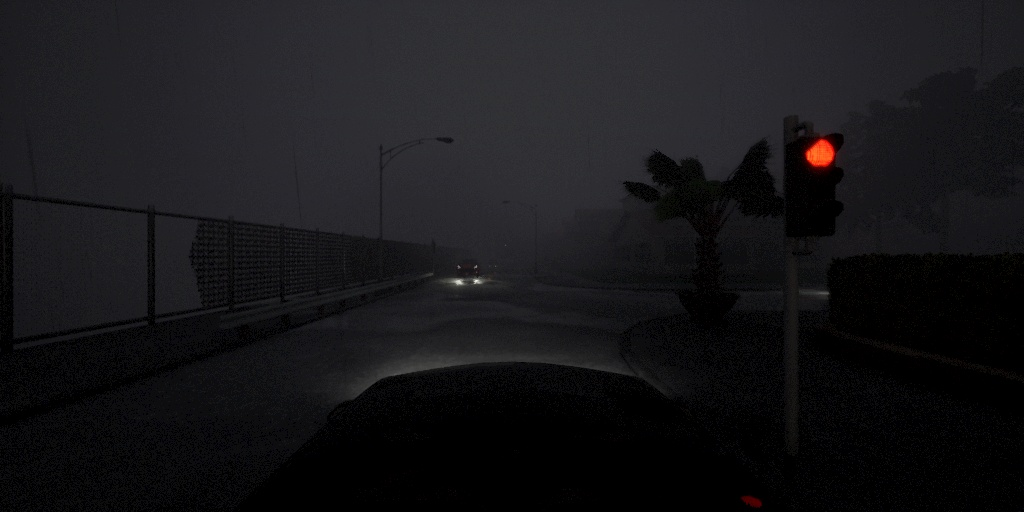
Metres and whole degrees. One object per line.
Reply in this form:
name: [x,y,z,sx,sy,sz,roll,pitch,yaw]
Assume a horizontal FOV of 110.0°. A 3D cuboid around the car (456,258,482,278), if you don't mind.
car: [-3.999,1.023,33.899,2.097,1.767,4.553,0,0,0]
